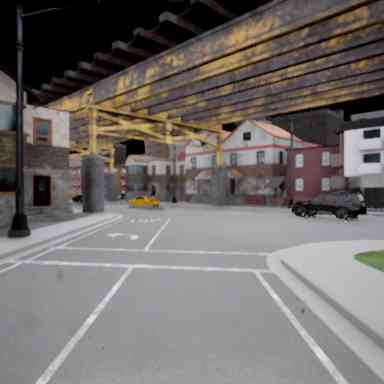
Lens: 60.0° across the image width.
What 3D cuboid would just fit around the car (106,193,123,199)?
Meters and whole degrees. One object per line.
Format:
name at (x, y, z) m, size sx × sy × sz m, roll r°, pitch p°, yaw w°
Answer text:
car at (-17.480, 0.908, 75.364) m, size 1.853 × 1.218 × 4.536 m, roll 0°, pitch 0°, yaw 15°

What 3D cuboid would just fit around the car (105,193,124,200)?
car at (-17.493, 1.066, 75.315) m, size 2.038 × 1.542 × 4.974 m, roll 0°, pitch 0°, yaw 15°

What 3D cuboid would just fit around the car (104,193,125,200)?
car at (-16.766, 0.927, 71.658) m, size 4.536 × 1.218 × 1.853 m, roll 0°, pitch 0°, yaw -15°

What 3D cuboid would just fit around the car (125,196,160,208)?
car at (-6.319, 1.253, 43.756) m, size 1.882 × 1.535 × 5.008 m, roll 0°, pitch 0°, yaw -45°

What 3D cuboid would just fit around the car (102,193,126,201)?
car at (-16.817, 1.085, 71.645) m, size 4.974 × 1.542 × 2.038 m, roll 0°, pitch 0°, yaw -15°

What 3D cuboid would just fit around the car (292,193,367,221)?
car at (10.792, 1.086, 26.432) m, size 2.150 × 2.045 × 5.566 m, roll 0°, pitch 0°, yaw -45°

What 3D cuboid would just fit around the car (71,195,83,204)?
car at (-18.770, 1.215, 56.362) m, size 1.837 × 1.490 × 4.892 m, roll 0°, pitch 0°, yaw -45°
